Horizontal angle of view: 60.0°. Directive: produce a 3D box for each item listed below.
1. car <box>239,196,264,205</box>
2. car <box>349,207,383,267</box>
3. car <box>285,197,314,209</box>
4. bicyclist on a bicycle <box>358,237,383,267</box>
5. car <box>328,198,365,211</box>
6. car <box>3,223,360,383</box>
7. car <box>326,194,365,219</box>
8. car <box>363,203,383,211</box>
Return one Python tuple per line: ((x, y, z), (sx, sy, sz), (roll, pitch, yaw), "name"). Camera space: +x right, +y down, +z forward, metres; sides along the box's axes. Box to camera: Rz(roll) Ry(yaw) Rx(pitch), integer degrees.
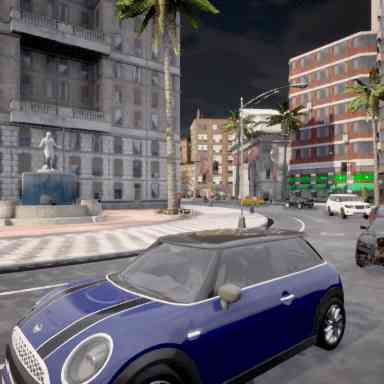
((10.145, 1.478, 57.149), (1.882, 1.535, 5.008), (0, 0, -35), "car")
((6.746, 1.478, 10.851), (1.882, 1.535, 5.008), (0, 0, 37), "car")
((15.039, 1.505, 46.701), (1.837, 1.490, 4.892), (0, 0, -17), "car")
((4.986, 1.549, 8.301), (1.656, 0.582, 1.620), (-7, -37, 30), "bicyclist on a bicycle")
((19.753, 1.526, 42.738), (1.812, 1.442, 4.674), (0, 0, -12), "car")
((0.109, 1.352, 4.473), (4.553, 1.767, 2.097), (0, 0, -39), "car")
((13.910, 1.221, 29.884), (2.150, 2.045, 5.566), (0, 0, 4), "car")
((11.654, 1.526, 19.644), (1.812, 1.442, 4.674), (0, 0, 19), "car")
